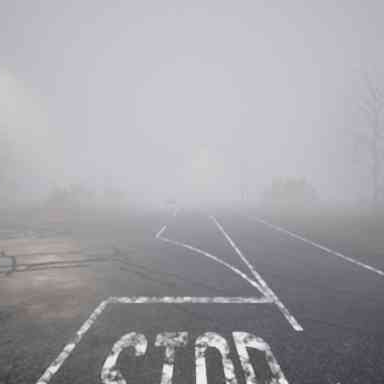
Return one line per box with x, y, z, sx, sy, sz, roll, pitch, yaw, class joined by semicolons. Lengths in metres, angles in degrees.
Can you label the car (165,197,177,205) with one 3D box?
-3.517;1.493;55.674;1.895;1.301;4.718;0;0;0;car
